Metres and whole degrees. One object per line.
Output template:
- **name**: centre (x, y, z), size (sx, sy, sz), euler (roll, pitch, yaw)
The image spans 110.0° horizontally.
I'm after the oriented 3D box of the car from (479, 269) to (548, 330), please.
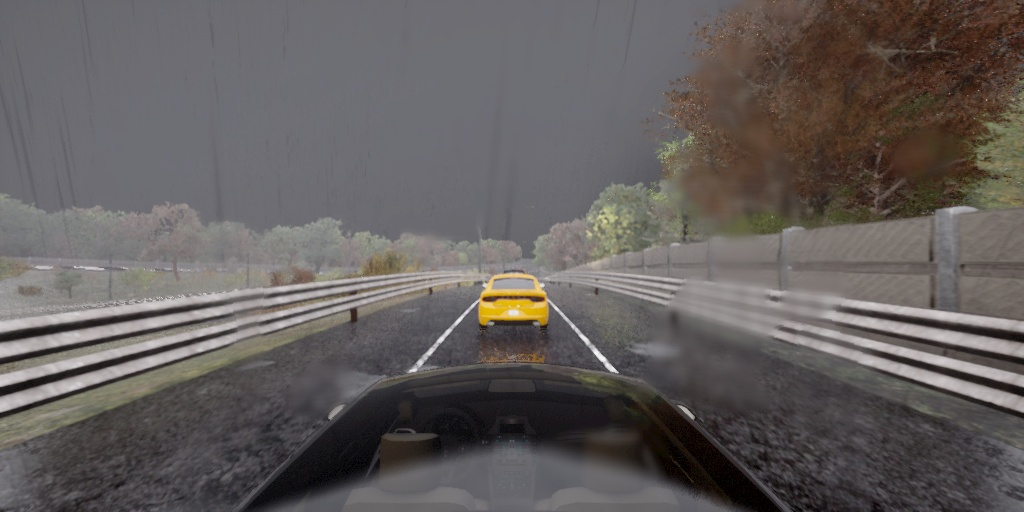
- **car**: centre (0.050, 1.304, 11.462), size (1.882, 1.535, 5.008), euler (0, -1, 0)
